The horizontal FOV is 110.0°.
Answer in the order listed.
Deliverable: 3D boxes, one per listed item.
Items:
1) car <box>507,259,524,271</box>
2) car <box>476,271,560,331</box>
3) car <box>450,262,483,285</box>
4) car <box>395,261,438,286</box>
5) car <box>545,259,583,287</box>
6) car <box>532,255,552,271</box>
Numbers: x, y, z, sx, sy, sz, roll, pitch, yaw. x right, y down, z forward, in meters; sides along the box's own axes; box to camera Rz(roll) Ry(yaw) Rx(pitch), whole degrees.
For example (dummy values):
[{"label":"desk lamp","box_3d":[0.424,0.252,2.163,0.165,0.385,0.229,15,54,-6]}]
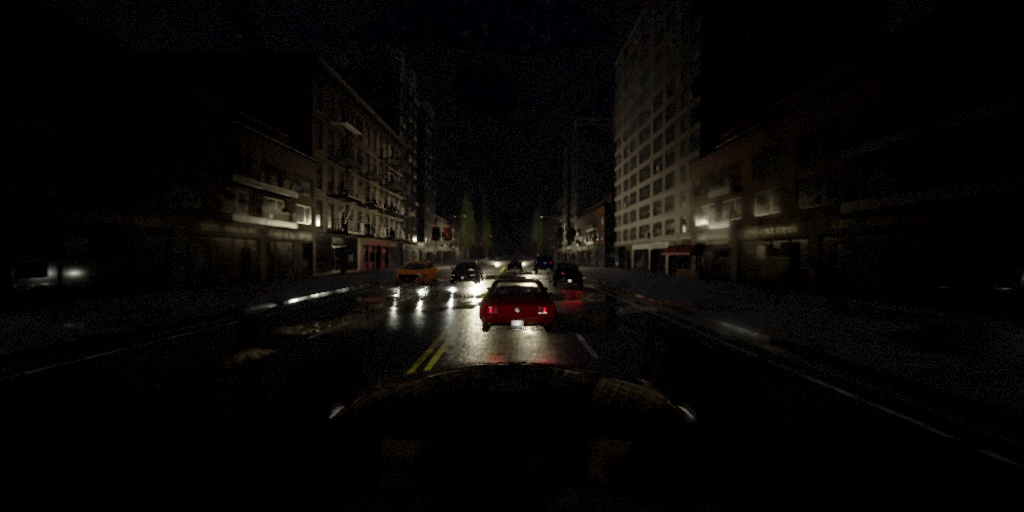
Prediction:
[{"label":"car","box_3d":[0.401,1.119,46.001,1.837,1.490,4.892,0,0,0]},{"label":"car","box_3d":[0.152,1.324,10.858,1.895,1.301,4.718,0,0,0]},{"label":"car","box_3d":[-3.128,1.172,25.288,1.837,1.490,4.892,0,0,1]},{"label":"car","box_3d":[-6.392,1.131,24.473,1.882,1.535,5.008,0,0,1]},{"label":"car","box_3d":[3.495,1.204,23.961,1.837,1.490,4.892,0,1,0]},{"label":"car","box_3d":[3.620,0.866,41.761,2.150,2.045,5.566,0,1,0]}]
